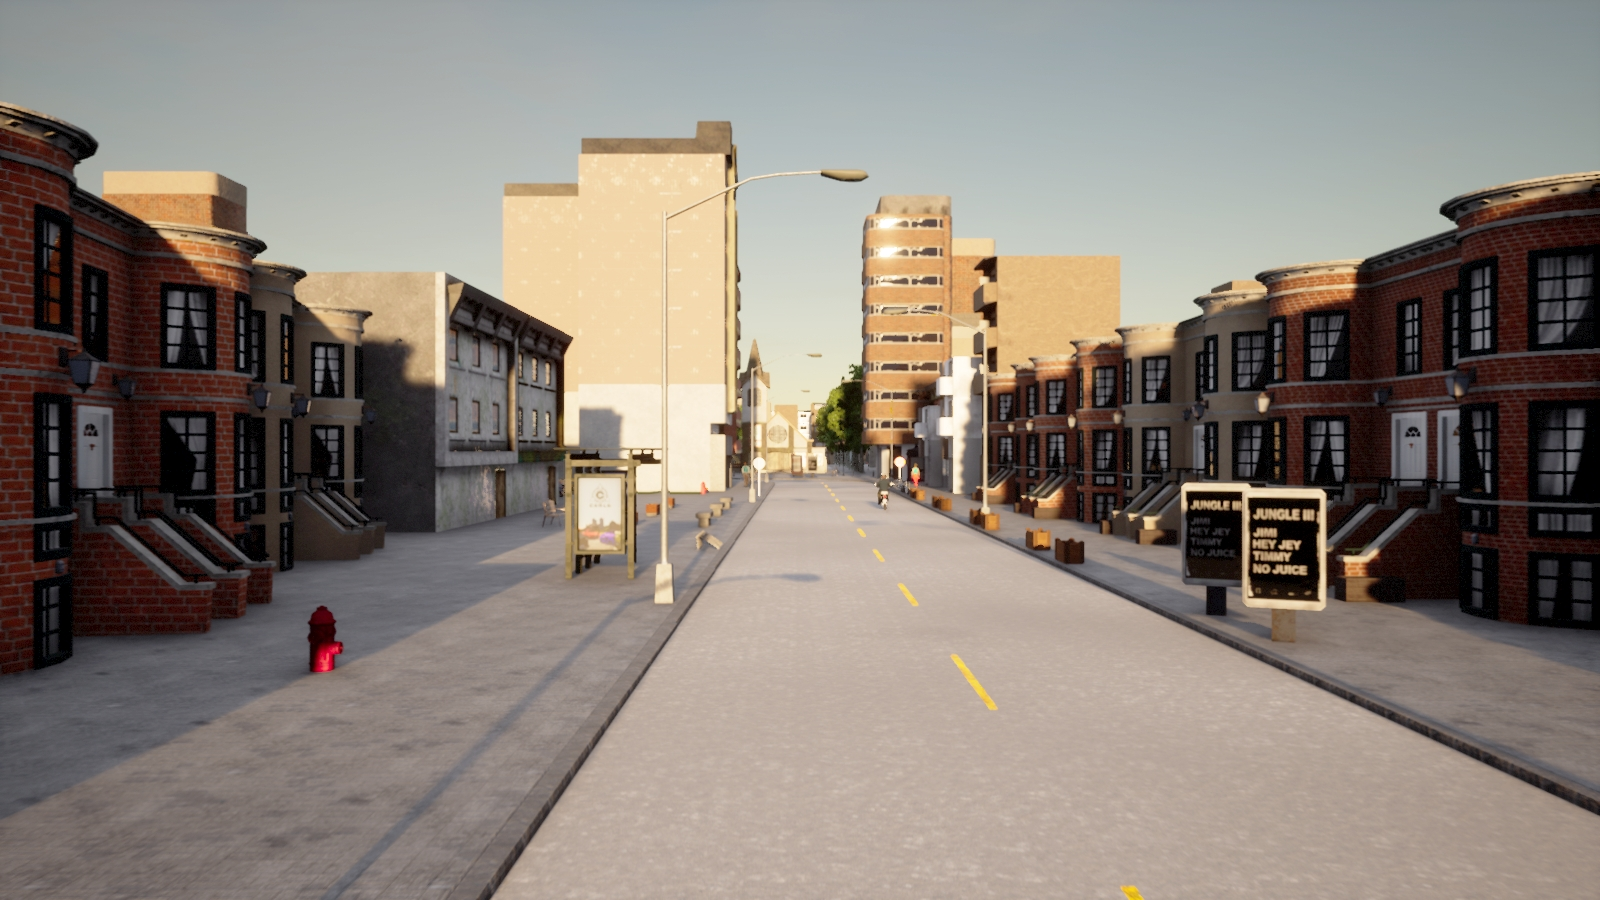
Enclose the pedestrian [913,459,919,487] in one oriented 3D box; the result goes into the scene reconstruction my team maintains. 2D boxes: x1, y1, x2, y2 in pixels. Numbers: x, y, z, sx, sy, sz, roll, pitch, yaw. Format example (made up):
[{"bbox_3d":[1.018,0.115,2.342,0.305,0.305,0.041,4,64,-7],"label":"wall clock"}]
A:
[{"bbox_3d":[7.606,1.512,75.075,0.375,1.860,0.375,0,0,-1],"label":"pedestrian"}]
